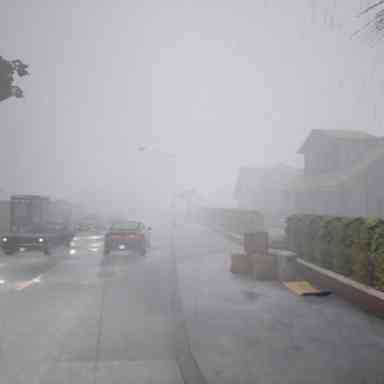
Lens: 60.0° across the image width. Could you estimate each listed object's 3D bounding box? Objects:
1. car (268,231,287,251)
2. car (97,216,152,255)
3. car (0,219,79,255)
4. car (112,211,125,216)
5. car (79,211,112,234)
[{"bbox_3d":[5.892,2.085,15.265,5.357,1.415,2.033,1,-2,-1],"label":"car"},{"bbox_3d":[-3.093,2.139,16.329,1.837,1.490,4.892,1,-2,-4],"label":"car"},{"bbox_3d":[-7.179,2.156,15.972,1.895,1.301,4.718,1,-2,-4],"label":"car"},{"bbox_3d":[-8.664,2.875,37.128,1.882,1.535,5.008,1,-3,-4],"label":"car"},{"bbox_3d":[-7.905,2.467,26.217,1.837,1.490,4.892,1,-2,-4],"label":"car"}]
